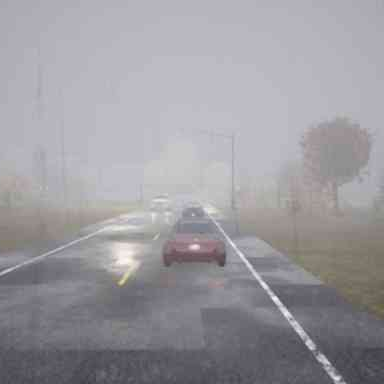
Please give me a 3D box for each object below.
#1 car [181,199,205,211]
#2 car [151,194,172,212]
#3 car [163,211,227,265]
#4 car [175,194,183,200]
[{"bbox_3d":[0.074,1.527,27.332,1.812,1.442,4.674,0,0,0],"label":"car"},{"bbox_3d":[-3.613,1.229,39.822,2.150,2.045,5.566,0,0,0],"label":"car"},{"bbox_3d":[0.080,1.563,11.628,1.994,1.385,4.181,0,0,0],"label":"car"},{"bbox_3d":[-3.495,1.513,90.096,1.895,1.301,4.718,0,0,0],"label":"car"}]
